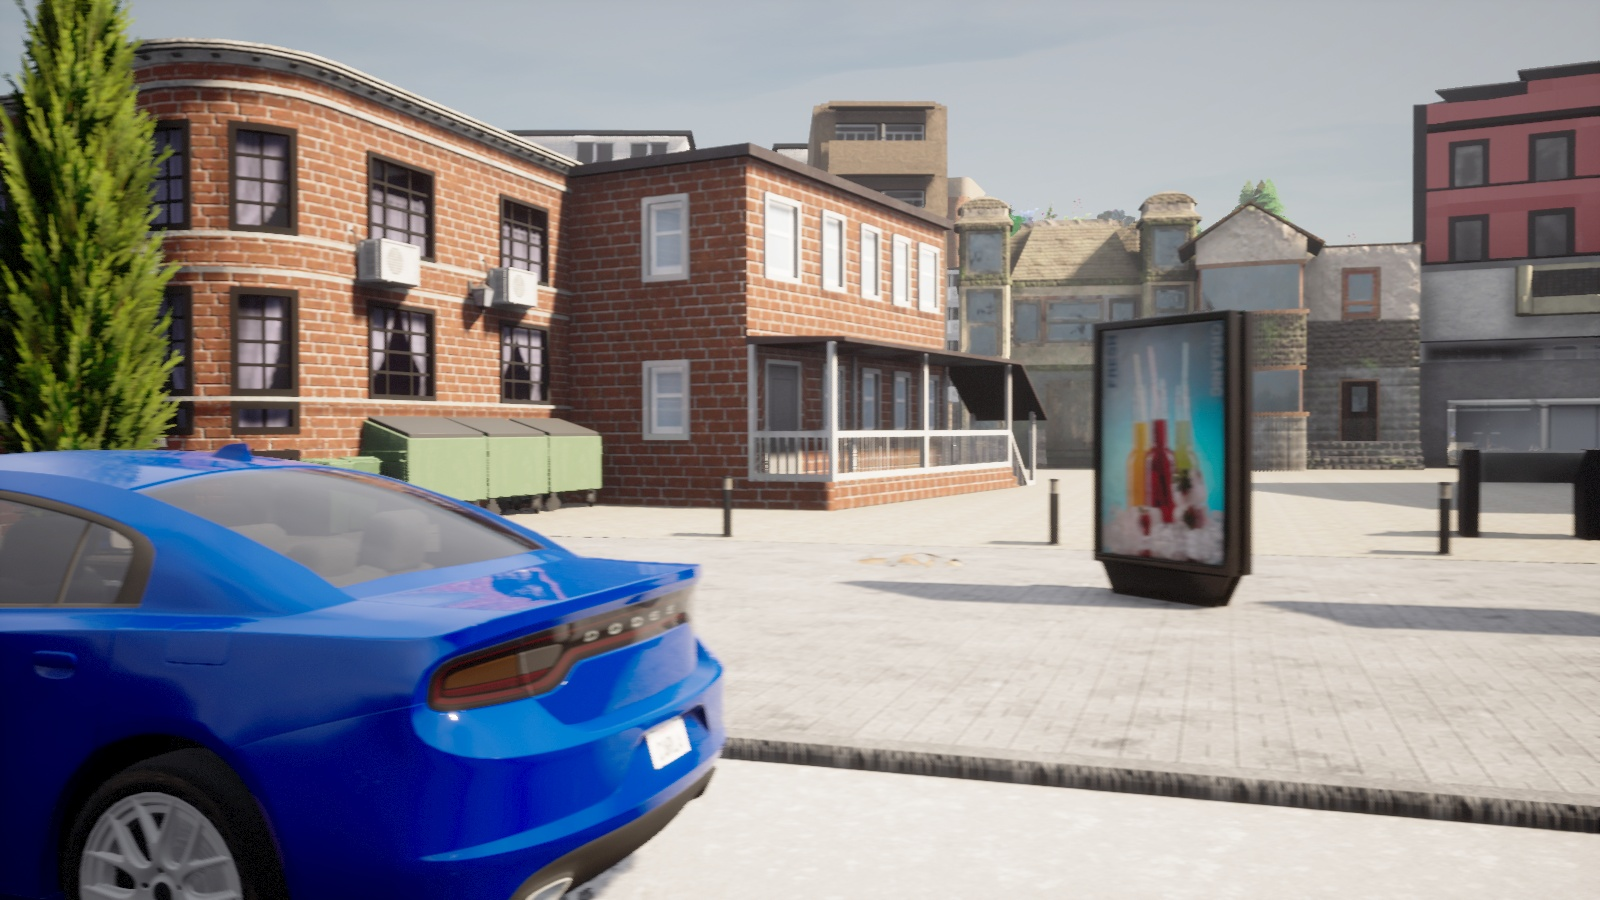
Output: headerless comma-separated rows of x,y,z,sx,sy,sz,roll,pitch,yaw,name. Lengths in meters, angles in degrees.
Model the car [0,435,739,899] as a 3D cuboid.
-2.909,0.718,4.698,5.008,1.535,1.882,1,1,19,car
